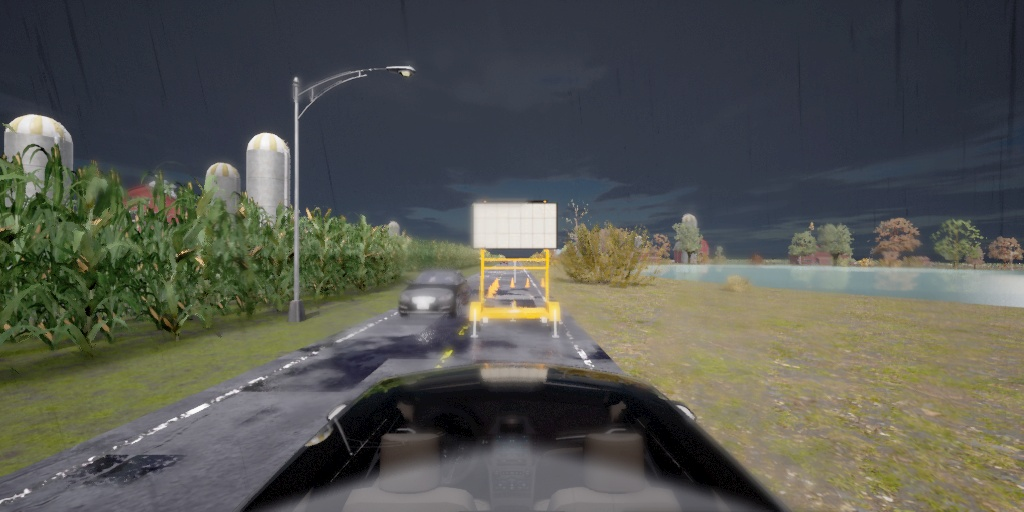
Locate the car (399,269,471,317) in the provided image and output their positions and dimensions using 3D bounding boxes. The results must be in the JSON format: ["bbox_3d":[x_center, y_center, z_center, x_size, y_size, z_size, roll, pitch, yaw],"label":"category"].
[{"bbox_3d":[-2.641,1.246,13.167,2.128,1.511,4.902,0,0,0],"label":"car"}]

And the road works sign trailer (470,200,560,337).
[{"bbox_3d":[0.084,0.217,10.232,2.380,3.560,2.880,0,0,1],"label":"road works sign trailer"}]
